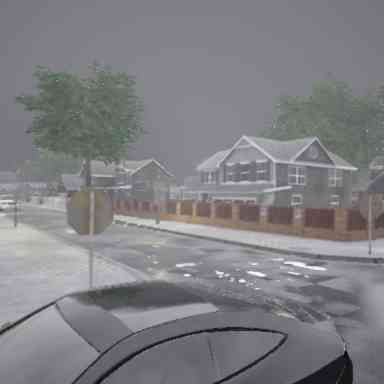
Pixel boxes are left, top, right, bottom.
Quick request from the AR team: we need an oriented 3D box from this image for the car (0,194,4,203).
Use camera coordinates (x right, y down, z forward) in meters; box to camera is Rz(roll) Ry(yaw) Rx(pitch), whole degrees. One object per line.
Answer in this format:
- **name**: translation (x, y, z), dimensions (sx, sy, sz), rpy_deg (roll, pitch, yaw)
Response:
- **car**: translation (-47.845, 1.610, 82.293), dimensions (2.150, 2.045, 5.566), rpy_deg (1, -1, -29)

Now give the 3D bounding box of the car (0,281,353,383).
- **car**: translation (-0.615, 1.542, 2.507), dimensions (4.674, 1.442, 1.812), rpy_deg (1, -1, -35)

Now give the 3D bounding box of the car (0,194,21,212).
- **car**: translation (-23.790, 1.424, 43.183), dimensions (2.150, 2.045, 5.566), rpy_deg (1, -1, -36)
